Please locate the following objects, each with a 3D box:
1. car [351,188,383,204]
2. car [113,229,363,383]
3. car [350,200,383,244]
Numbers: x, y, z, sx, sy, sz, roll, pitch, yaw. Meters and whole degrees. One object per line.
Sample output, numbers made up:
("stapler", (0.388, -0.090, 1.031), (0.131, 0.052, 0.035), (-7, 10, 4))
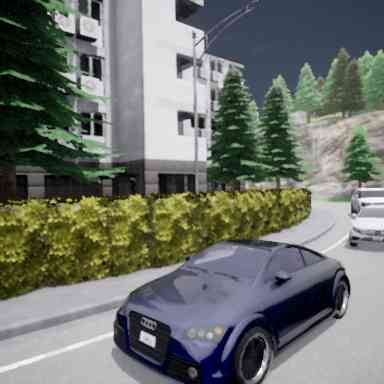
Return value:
("car", (12.235, 0.732, 22.579), (2.150, 2.045, 5.566), (-1, 1, 18))
("car", (0.882, 1.492, 5.299), (1.994, 1.385, 4.181), (-1, 1, 45))
("car", (7.416, 1.237, 13.048), (1.812, 1.442, 4.674), (-1, 1, 32))
